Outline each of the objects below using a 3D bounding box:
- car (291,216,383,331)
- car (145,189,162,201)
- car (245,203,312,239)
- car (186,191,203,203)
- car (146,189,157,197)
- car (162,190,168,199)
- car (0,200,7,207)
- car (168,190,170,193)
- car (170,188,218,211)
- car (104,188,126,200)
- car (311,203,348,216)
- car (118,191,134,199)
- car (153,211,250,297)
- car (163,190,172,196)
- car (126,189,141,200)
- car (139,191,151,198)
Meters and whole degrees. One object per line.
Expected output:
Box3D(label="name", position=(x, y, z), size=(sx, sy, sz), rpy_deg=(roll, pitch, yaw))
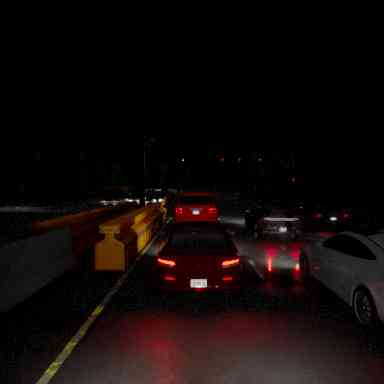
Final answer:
Box3D(label="car", position=(3.629, 1.455, 6.606), size=(1.812, 1.442, 4.674), rpy_deg=(0, 1, 0))
Box3D(label="car", position=(-6.639, 0.710, 56.376), size=(1.812, 1.442, 4.674), rpy_deg=(0, 1, 1))
Box3D(label="car", position=(3.696, 1.283, 15.854), size=(2.128, 1.511, 4.902), rpy_deg=(0, 1, 0))
Box3D(label="car", position=(0.387, 0.742, 51.002), size=(1.882, 1.535, 5.008), rpy_deg=(1, 1, 9))
Box3D(label="car", position=(-9.855, 0.177, 80.598), size=(2.097, 1.767, 4.553), rpy_deg=(0, 1, 0))
Box3D(label="car", position=(-6.517, 0.537, 65.642), size=(2.128, 1.511, 4.902), rpy_deg=(0, 1, 1))
Box3D(label="car", position=(-22.959, 1.086, 36.344), size=(4.718, 1.301, 1.895), rpy_deg=(0, 1, -1))
Box3D(label="car", position=(-6.397, 0.251, 75.658), size=(2.097, 1.767, 4.553), rpy_deg=(0, 1, 0))
Box3D(label="car", position=(0.206, 0.984, 17.839), size=(2.150, 2.045, 5.566), rpy_deg=(0, 1, 1))
Box3D(label="car", position=(-13.628, 0.382, 58.020), size=(2.150, 2.045, 5.566), rpy_deg=(0, 1, 1))
Box3D(label="car", position=(7.221, 1.309, 18.938), size=(1.994, 1.385, 4.181), rpy_deg=(0, 1, 0))
Box3D(label="car", position=(-13.461, 0.556, 68.158), size=(2.033, 1.411, 5.357), rpy_deg=(0, 1, 0))
Box3D(label="car", position=(0.142, 1.431, 8.242), size=(1.812, 1.442, 4.674), rpy_deg=(0, 1, 1))
Box3D(label="car", position=(-6.307, 0.277, 86.212), size=(2.033, 1.411, 5.357), rpy_deg=(0, 1, 0))
Box3D(label="car", position=(-10.096, 0.690, 60.305), size=(1.994, 1.385, 4.181), rpy_deg=(0, 1, 1))
Box3D(label="car", position=(-9.942, 0.527, 70.380), size=(1.994, 1.385, 4.181), rpy_deg=(0, 1, 0))
